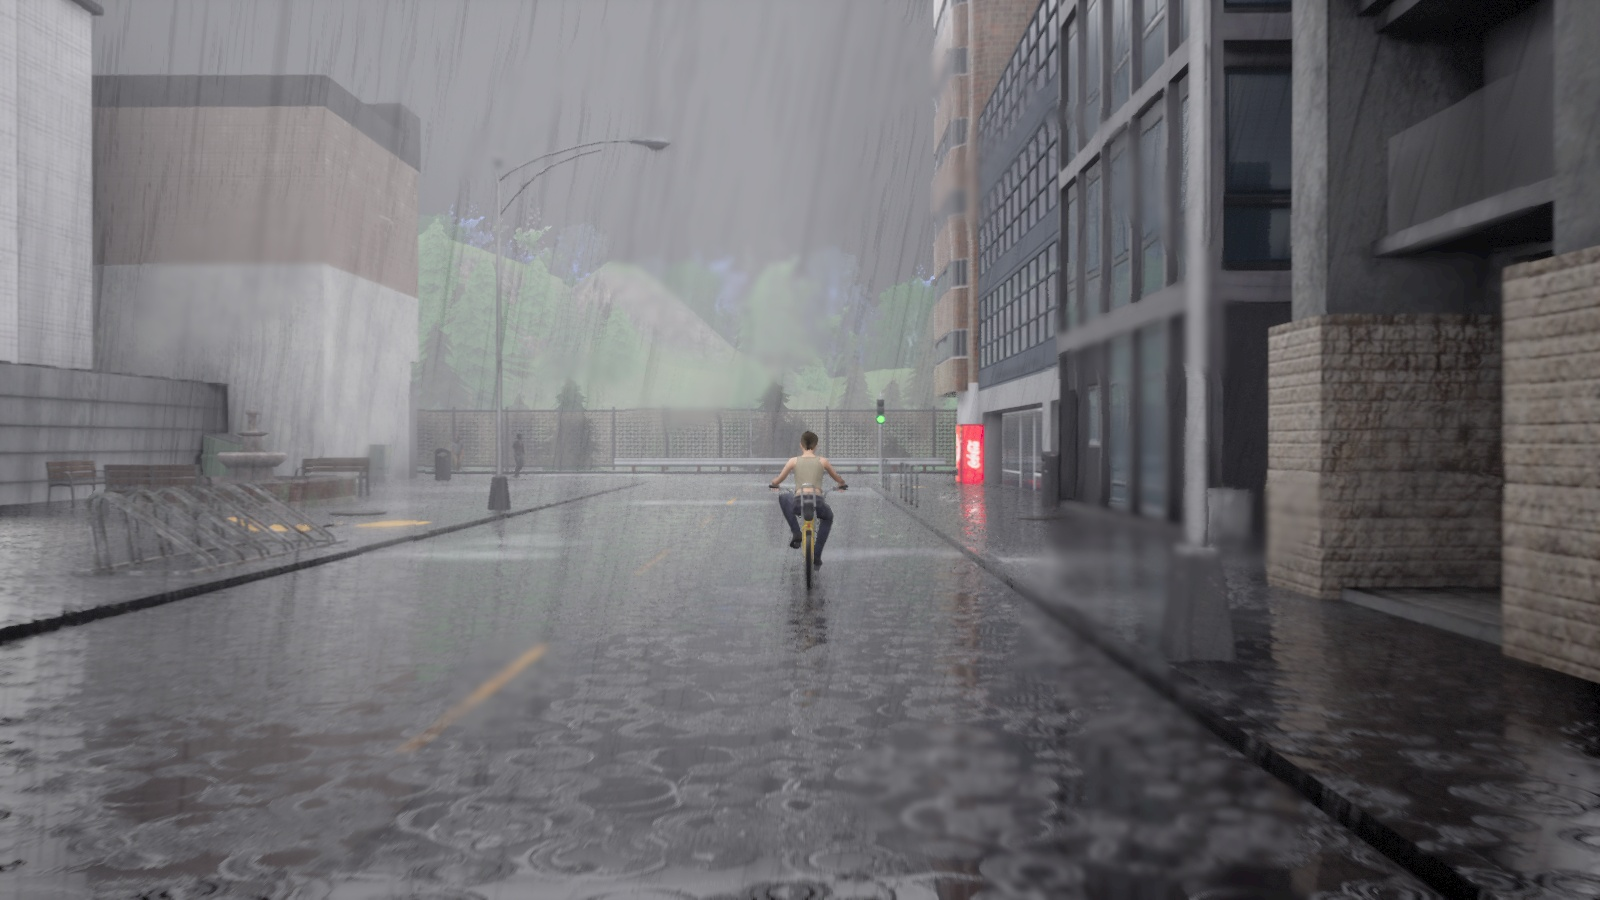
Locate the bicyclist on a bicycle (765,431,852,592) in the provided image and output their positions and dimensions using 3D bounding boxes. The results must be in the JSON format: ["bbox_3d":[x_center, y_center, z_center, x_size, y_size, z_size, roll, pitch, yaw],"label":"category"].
[{"bbox_3d":[0.091,0.608,13.304,0.866,1.612,1.509,0,0,0],"label":"bicyclist on a bicycle"}]

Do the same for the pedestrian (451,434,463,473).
[{"bbox_3d":[-16.484,0.152,60.327,0.540,1.848,0.694,0,0,-18],"label":"pedestrian"}]

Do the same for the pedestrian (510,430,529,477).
[{"bbox_3d":[-11.588,0.151,51.841,0.666,1.930,0.402,0,0,32],"label":"pedestrian"}]
